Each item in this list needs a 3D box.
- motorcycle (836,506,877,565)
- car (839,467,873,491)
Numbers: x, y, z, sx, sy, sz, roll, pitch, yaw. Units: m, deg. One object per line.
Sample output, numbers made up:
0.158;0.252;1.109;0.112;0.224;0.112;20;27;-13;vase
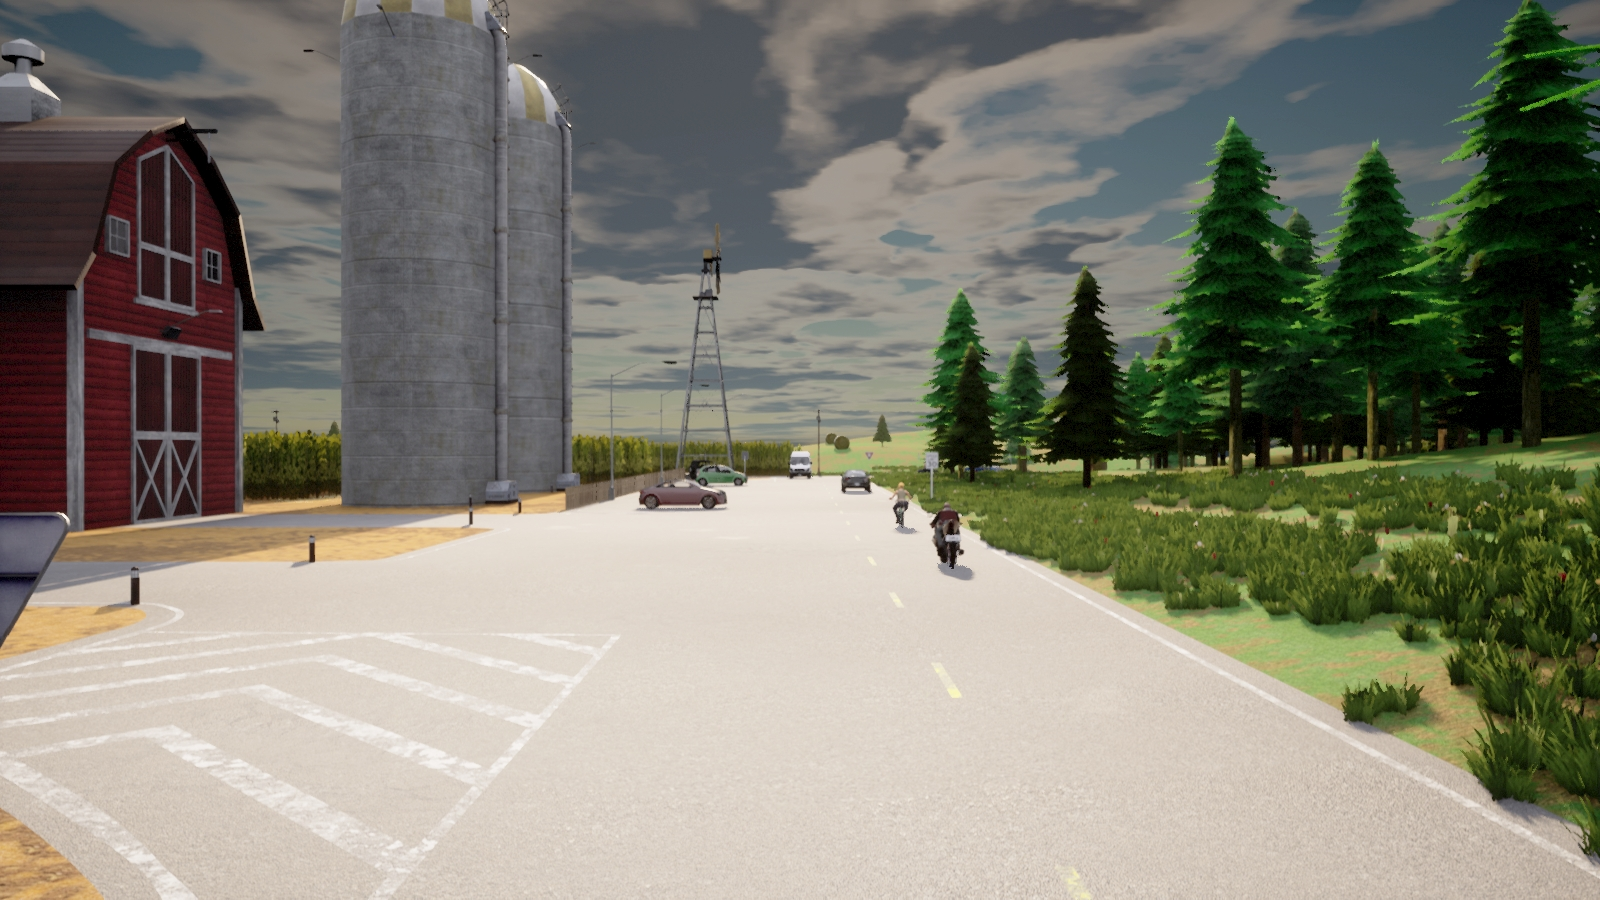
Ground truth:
1.342;2.030;27.415;0.867;1.251;2.209;0;0;0;motorcycle
3.604;1.849;74.472;2.002;1.442;4.674;0;0;0;car
